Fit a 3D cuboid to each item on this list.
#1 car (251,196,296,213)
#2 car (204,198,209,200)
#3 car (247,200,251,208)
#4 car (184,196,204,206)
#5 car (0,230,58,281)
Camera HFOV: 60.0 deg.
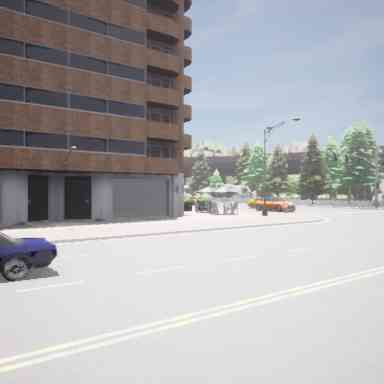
[{"bbox_3d":[9.220,1.296,36.753,2.097,1.767,4.553,0,0,-33],"label":"car"},{"bbox_3d":[0.951,1.422,54.027,5.008,1.535,1.882,0,0,44],"label":"car"},{"bbox_3d":[9.327,1.422,42.873,1.882,1.535,5.008,0,0,-34],"label":"car"},{"bbox_3d":[-1.157,1.492,51.498,2.033,1.411,5.357,0,0,-45],"label":"car"},{"bbox_3d":[-6.032,1.601,8.356,4.718,1.301,1.895,0,0,-33],"label":"car"}]
